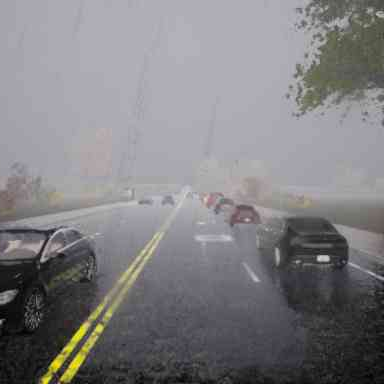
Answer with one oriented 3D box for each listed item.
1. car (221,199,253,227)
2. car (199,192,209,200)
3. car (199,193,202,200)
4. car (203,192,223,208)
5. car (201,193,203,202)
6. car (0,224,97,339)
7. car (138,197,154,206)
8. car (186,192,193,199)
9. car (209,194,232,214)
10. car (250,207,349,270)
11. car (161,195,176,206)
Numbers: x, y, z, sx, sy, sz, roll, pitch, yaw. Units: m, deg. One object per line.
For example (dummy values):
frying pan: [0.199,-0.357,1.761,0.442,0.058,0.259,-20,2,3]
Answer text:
car: [3.198,1.428,21.608,1.812,1.442,4.674,0,0,0]
car: [2.728,0.952,76.601,2.097,1.767,4.553,0,0,-1]
car: [2.836,1.170,65.633,1.837,1.490,4.892,0,0,-1]
car: [3.049,1.012,43.658,2.150,2.045,5.566,0,0,-1]
car: [2.943,1.208,54.633,1.882,1.535,5.008,0,0,-1]
car: [-3.358,1.462,6.710,2.128,1.511,4.902,0,0,0]
car: [-6.831,1.361,49.531,1.895,1.301,4.718,0,0,0]
car: [-0.605,0.943,85.621,1.812,1.442,4.674,0,0,-1]
car: [3.136,1.279,32.618,2.033,1.649,4.856,0,0,0]
car: [3.334,1.455,10.897,1.837,1.490,4.892,0,0,0]
car: [-3.581,1.261,50.348,1.837,1.490,4.892,0,0,0]
